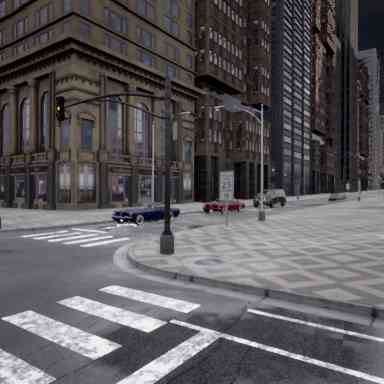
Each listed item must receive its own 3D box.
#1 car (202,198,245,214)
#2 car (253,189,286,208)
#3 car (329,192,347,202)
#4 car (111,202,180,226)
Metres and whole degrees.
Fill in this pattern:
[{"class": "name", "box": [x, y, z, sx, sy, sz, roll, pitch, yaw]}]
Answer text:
[{"class": "car", "box": [2.895, 1.217, 29.716, 1.895, 1.301, 4.718, 0, 1, 35]}, {"class": "car", "box": [9.035, 0.696, 38.323, 2.150, 2.045, 5.566, 0, 1, 36]}, {"class": "car", "box": [23.080, 0.774, 52.543, 2.033, 1.411, 5.357, 0, 1, 35]}, {"class": "car", "box": [-2.908, 1.350, 21.583, 1.895, 1.301, 4.718, 0, 1, 36]}]
